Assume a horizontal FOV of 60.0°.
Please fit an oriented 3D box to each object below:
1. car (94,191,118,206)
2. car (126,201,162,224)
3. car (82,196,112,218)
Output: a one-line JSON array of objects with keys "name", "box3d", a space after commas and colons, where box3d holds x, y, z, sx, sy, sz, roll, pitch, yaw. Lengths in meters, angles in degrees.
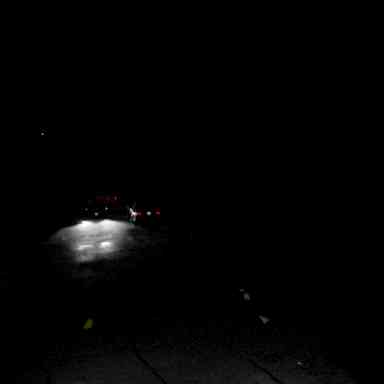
[{"name": "car", "box3d": [-10.377, 0.704, 39.490, 2.097, 1.767, 4.553, -2, 2, -28]}, {"name": "car", "box3d": [-3.336, 1.311, 22.657, 2.033, 1.411, 5.357, -1, 1, -16]}, {"name": "car", "box3d": [-7.912, 1.308, 27.020, 1.895, 1.301, 4.718, -1, 2, -20]}]
